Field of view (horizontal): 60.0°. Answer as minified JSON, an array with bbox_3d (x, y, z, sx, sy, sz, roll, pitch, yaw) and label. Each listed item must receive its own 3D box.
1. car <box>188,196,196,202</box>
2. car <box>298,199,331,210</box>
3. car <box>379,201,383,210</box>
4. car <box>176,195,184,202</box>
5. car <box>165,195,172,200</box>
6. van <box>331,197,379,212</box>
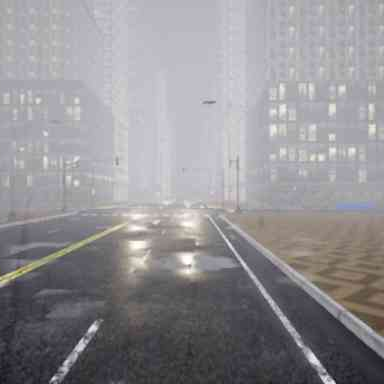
[{"bbox_3d":[0.019,1.944,88.448,1.895,1.301,4.718,0,0,0],"label":"car"},{"bbox_3d":[17.097,1.657,45.832,4.829,1.417,1.752,0,0,2],"label":"car"},{"bbox_3d":[26.931,1.718,45.344,4.206,1.307,1.802,0,0,2],"label":"car"},{"bbox_3d":[-3.231,1.705,88.391,2.097,1.767,4.553,0,0,0],"label":"car"},{"bbox_3d":[-6.480,1.525,92.590,2.128,1.511,4.902,0,0,0],"label":"car"},{"bbox_3d":[18.366,1.459,37.660,3.998,1.788,1.690,0,0,2],"label":"van"}]
